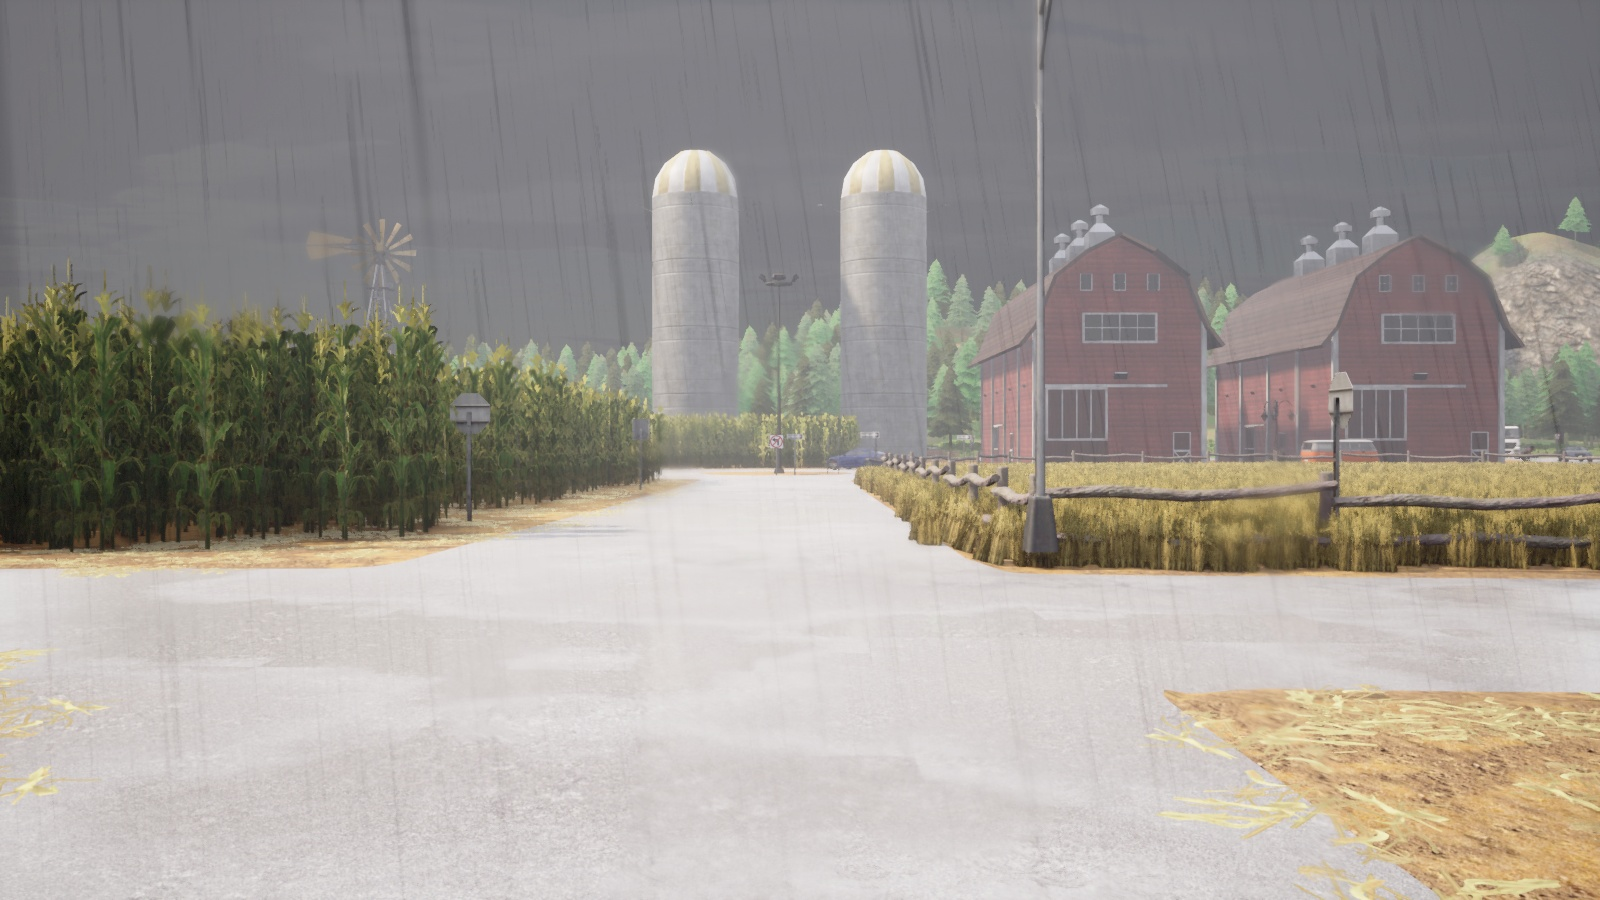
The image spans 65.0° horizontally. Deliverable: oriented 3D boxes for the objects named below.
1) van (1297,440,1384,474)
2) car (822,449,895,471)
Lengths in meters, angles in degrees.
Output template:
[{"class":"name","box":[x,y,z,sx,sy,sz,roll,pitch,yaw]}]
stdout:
[{"class":"van","box":[32.263,0.420,74.952,4.442,1.987,1.775,0,0,-3]},{"class":"car","box":[3.838,0.630,82.932,4.674,1.442,1.812,0,0,38]}]
